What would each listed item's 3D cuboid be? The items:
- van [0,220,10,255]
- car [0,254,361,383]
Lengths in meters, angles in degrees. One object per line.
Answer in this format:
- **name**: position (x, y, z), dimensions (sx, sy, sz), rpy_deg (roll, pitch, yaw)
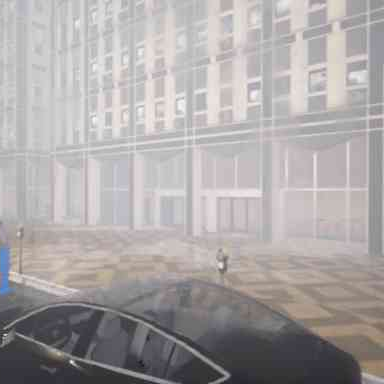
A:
- **van**: position (-5.283, 1.289, 6.648), dimensions (3.998, 1.788, 1.690), rpy_deg (0, 0, 36)
- **car**: position (-0.649, 1.551, 3.341), dimensions (4.313, 1.339, 1.947), rpy_deg (0, 0, 36)
